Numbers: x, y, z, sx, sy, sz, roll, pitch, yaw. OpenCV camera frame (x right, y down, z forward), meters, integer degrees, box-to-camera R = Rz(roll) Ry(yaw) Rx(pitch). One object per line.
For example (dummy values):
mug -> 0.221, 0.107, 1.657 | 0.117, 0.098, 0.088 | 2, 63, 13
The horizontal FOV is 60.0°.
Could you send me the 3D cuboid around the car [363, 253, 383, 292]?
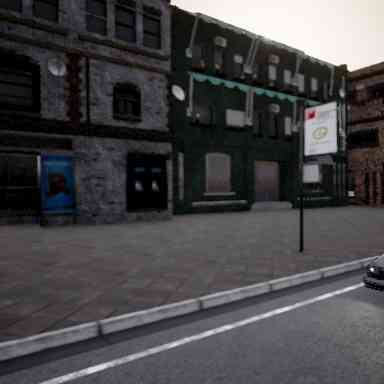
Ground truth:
car -> 6.209, 1.532, 7.812 | 5.357, 1.411, 2.033 | 0, 0, -36
